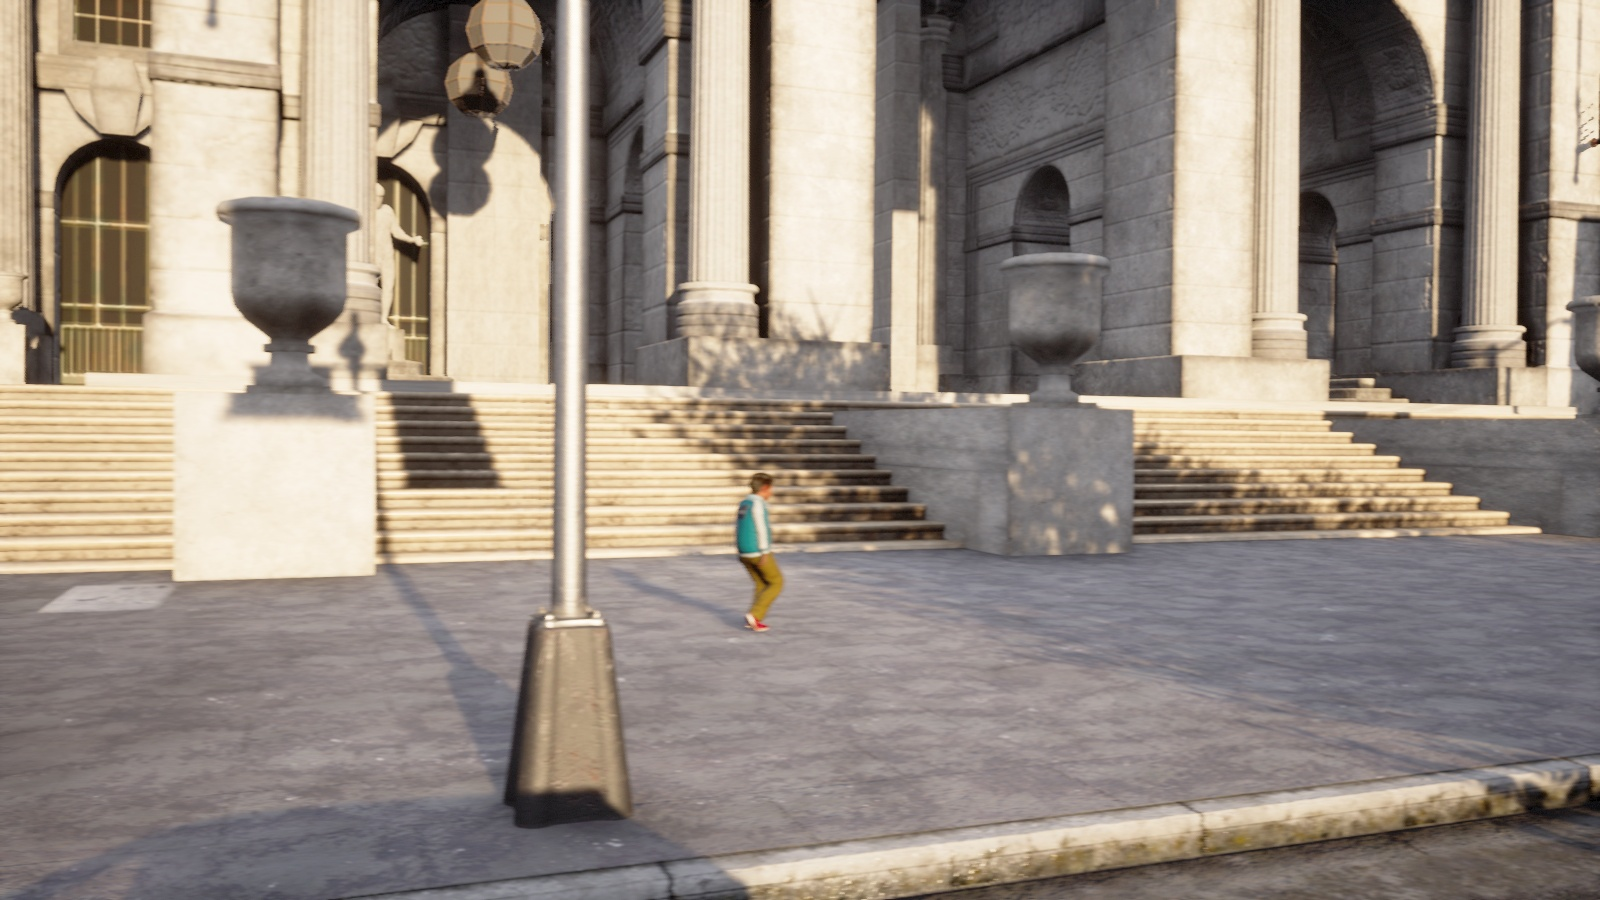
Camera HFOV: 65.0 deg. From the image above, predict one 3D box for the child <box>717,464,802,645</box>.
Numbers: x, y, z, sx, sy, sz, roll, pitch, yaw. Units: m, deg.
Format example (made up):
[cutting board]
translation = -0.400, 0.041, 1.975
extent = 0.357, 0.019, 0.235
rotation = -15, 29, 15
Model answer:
[child]
translation = -0.278, 0.698, 8.617
extent = 0.448, 1.192, 0.343
rotation = -1, 1, -35
